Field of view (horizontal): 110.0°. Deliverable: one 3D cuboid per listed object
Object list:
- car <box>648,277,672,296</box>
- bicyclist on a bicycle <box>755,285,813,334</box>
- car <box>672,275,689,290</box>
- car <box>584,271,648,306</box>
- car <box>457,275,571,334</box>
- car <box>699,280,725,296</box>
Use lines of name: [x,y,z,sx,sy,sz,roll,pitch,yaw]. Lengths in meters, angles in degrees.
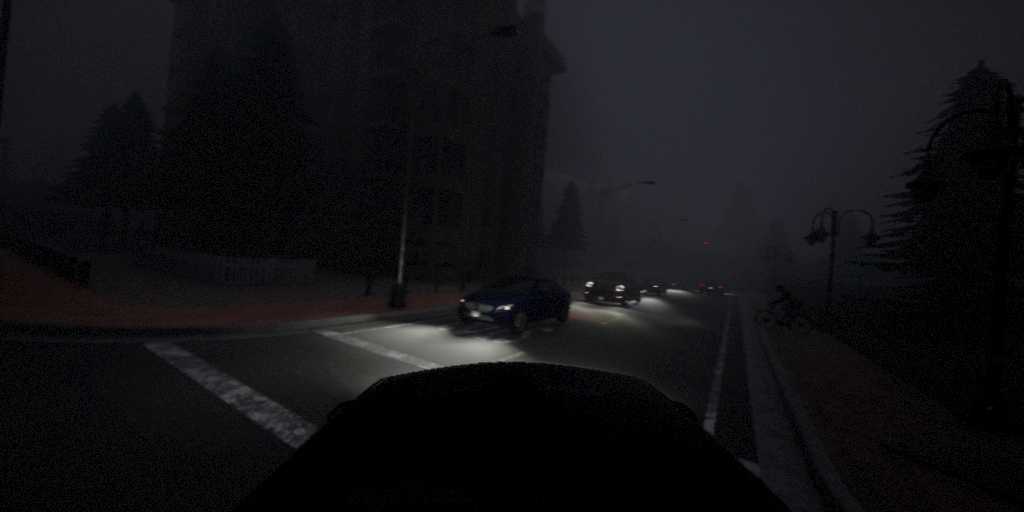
car: [10.871,2.321,28.004,1.895,1.301,4.718,5,0,32]
bicyclist on a bicycle: [9.538,1.861,12.575,1.656,1.620,0.582,5,0,32]
car: [18.611,2.893,40.254,2.128,1.511,4.902,5,0,32]
car: [5.630,1.611,19.573,2.097,1.767,4.553,5,0,32]
car: [0.322,1.318,11.070,1.812,1.442,4.674,5,0,32]
car: [19.270,3.002,34.515,1.994,1.385,4.181,5,0,32]
